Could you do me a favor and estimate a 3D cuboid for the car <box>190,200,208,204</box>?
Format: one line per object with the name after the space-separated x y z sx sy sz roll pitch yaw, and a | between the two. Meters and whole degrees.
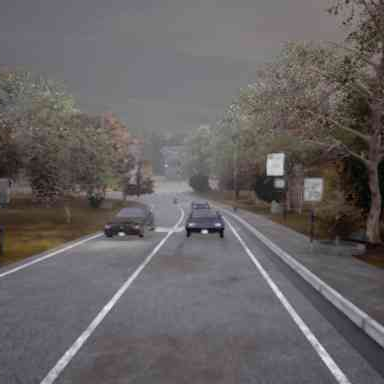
0.765 1.504 35.705 1.895 1.301 4.718 0 0 -3 | car

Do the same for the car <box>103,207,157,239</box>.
-3.037 1.489 17.446 2.033 1.411 5.357 0 0 2 | car

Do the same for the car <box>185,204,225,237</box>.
0.691 1.563 17.807 1.895 1.301 4.718 0 0 2 | car
